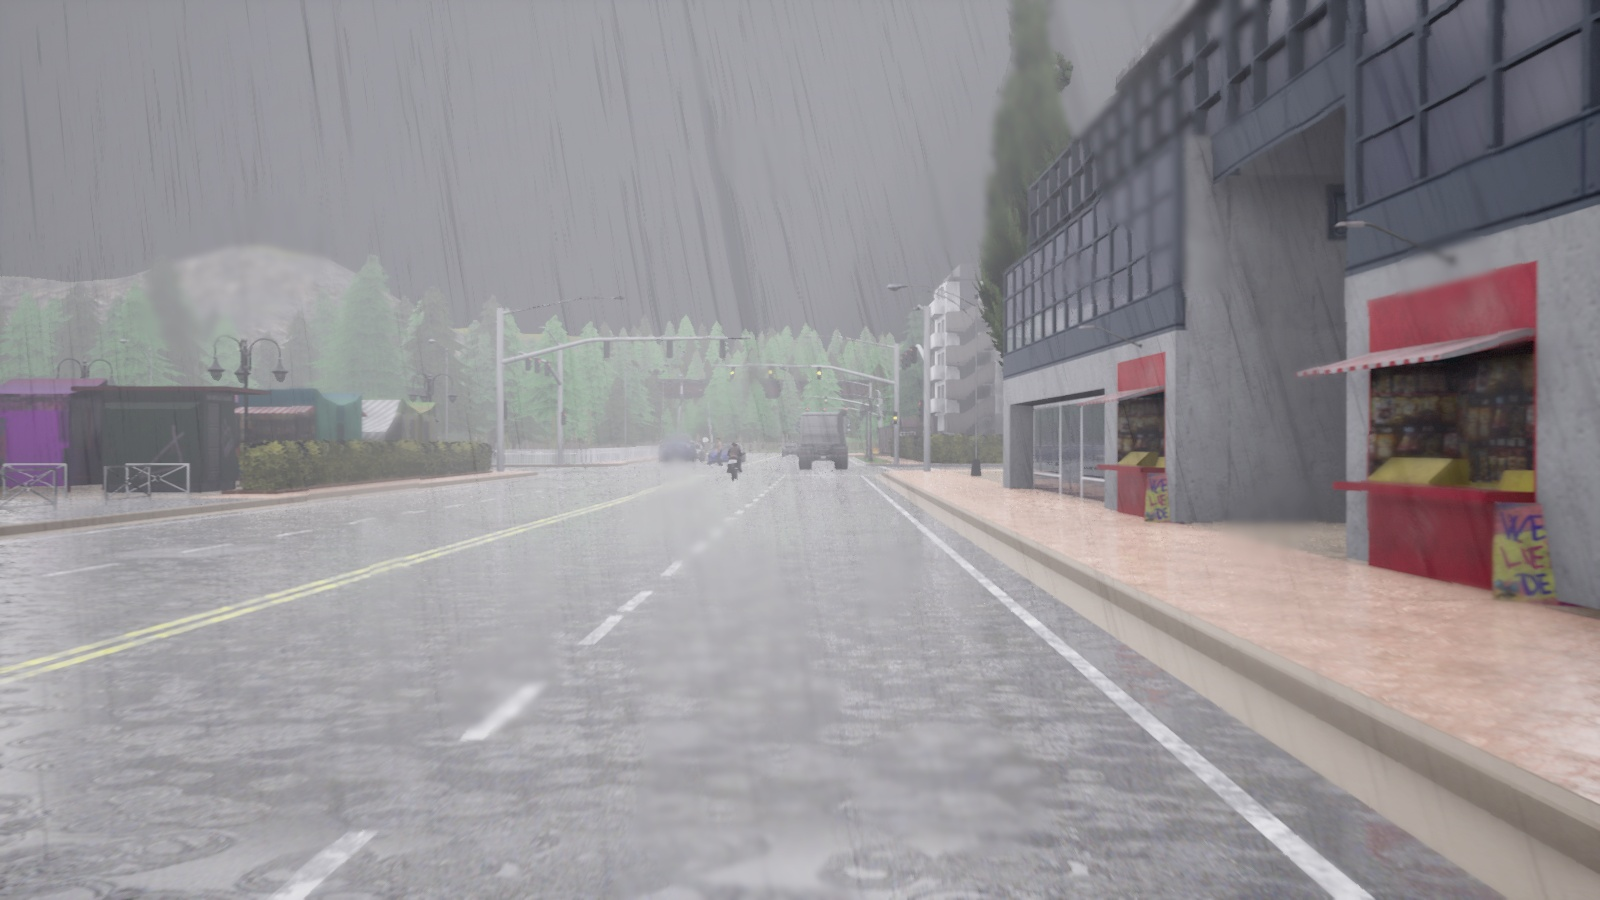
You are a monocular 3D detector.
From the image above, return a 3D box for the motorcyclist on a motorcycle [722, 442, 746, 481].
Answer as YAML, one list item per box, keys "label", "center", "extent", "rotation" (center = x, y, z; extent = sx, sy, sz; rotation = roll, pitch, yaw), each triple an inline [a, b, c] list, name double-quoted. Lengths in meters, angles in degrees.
- label: "motorcyclist on a motorcycle"
  center: [-2.599, 0.446, 49.664]
  extent: [0.797, 1.523, 2.044]
  rotation: [0, 0, 1]

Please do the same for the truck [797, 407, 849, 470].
- label: "truck"
  center: [1.343, -0.649, 73.619]
  extent: [2.891, 3.462, 7.936]
  rotation: [0, 0, 1]

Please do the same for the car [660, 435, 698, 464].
- label: "car"
  center: [-8.824, -0.061, 91.925]
  extent: [2.150, 2.045, 5.566]
  rotation: [0, 0, 1]

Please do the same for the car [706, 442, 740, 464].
- label: "car"
  center: [-5.392, 0.192, 88.093]
  extent: [2.007, 1.525, 4.514]
  rotation: [0, 0, 1]
